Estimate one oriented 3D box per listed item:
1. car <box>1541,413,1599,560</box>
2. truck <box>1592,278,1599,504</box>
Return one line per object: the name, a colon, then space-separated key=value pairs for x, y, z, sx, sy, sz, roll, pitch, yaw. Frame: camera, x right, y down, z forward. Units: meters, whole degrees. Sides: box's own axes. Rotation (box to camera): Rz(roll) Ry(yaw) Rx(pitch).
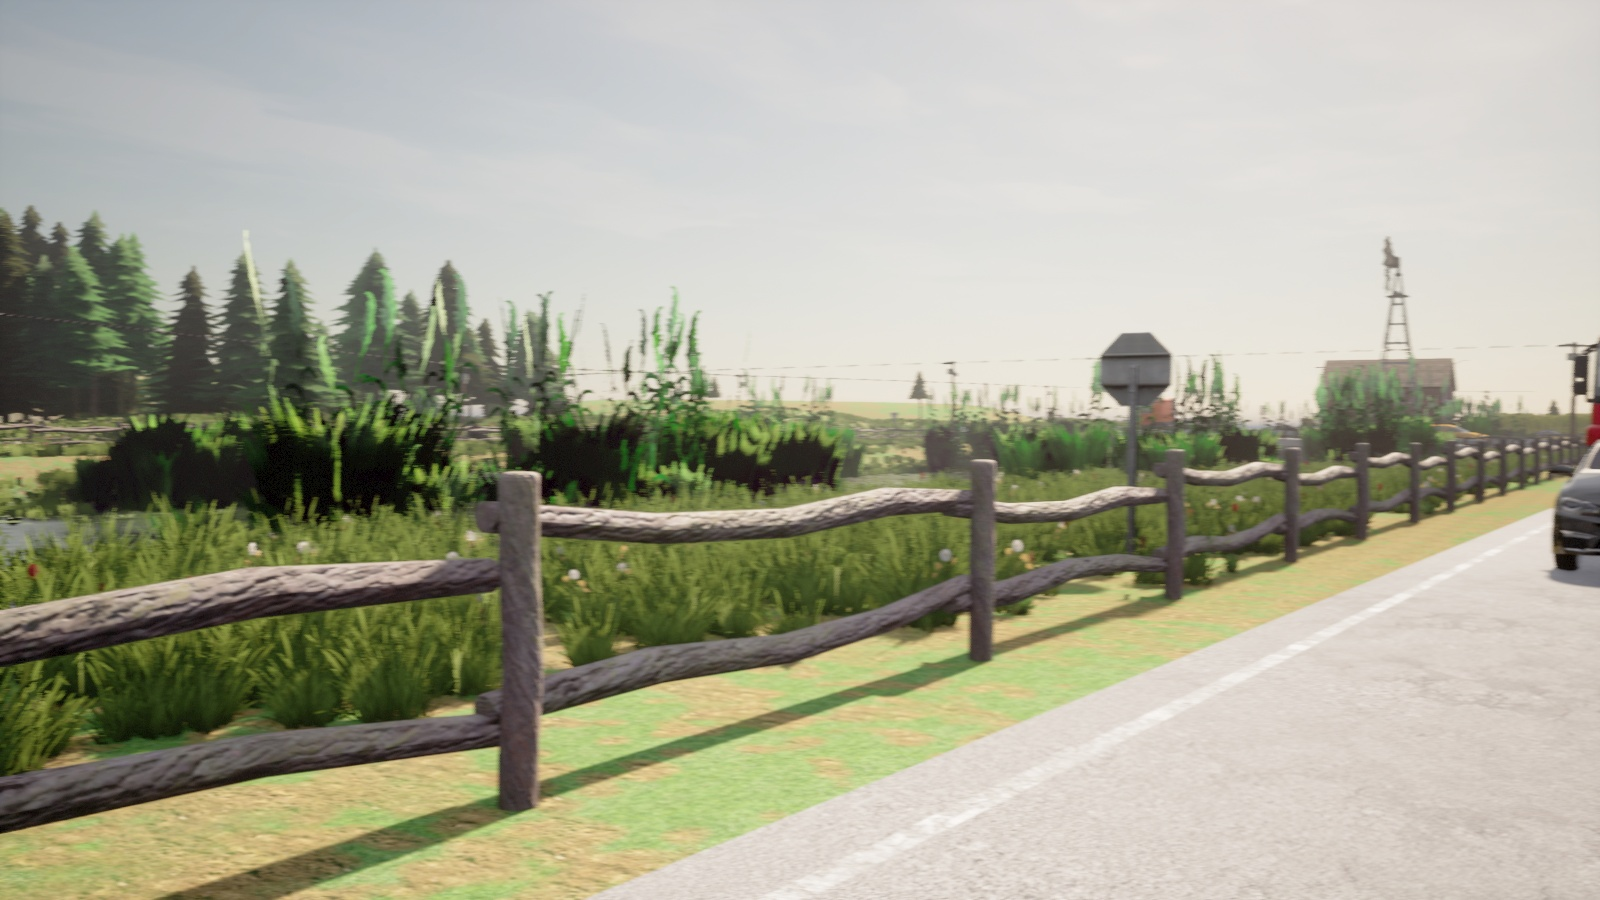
car: x=10.081 y=0.316 z=14.467 sx=2.128 sy=1.511 sz=4.902 roll=0 pitch=2 yaw=37
truck: x=17.124 y=-1.087 z=23.790 sx=2.891 sy=3.827 sz=8.468 roll=0 pitch=1 yaw=37
